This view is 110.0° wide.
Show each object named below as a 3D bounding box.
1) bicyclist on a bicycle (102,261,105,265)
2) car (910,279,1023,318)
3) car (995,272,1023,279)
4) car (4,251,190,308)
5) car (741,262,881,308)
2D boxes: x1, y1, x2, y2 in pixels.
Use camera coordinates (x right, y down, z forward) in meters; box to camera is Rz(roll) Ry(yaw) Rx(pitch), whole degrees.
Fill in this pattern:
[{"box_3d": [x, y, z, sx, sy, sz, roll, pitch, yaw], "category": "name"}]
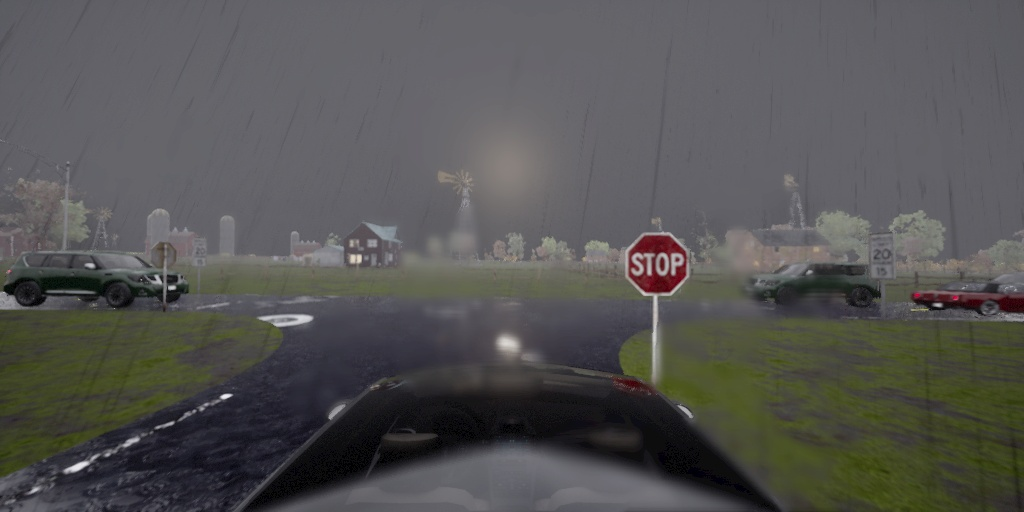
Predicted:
[{"box_3d": [-22.665, 1.122, 19.927, 0.582, 1.620, 1.656, 1, 0, 0], "category": "bicyclist on a bicycle"}, {"box_3d": [19.048, 1.673, 14.146, 4.718, 1.301, 1.895, 1, -1, 1], "category": "car"}, {"box_3d": [24.471, 1.562, 17.064, 4.553, 1.767, 2.097, 1, -1, 0], "category": "car"}, {"box_3d": [-15.968, 0.855, 13.975, 5.566, 2.045, 2.150, 1, -1, 1], "category": "car"}, {"box_3d": [14.073, 1.303, 17.032, 5.566, 2.045, 2.150, 1, -1, 0], "category": "car"}]
